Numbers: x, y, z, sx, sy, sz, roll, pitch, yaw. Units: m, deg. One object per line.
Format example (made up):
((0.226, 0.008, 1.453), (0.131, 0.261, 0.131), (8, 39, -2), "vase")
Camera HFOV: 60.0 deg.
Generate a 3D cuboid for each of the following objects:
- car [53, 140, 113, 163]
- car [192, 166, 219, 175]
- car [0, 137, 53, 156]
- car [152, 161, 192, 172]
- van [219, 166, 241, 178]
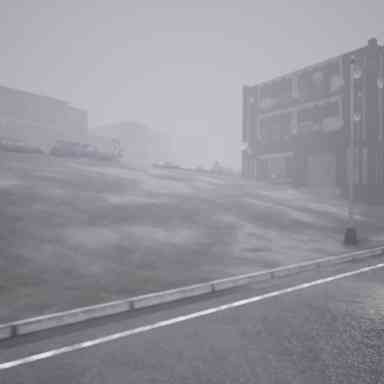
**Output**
((-9.924, -3.360, 30.025), (2.435, 2.045, 5.566), (0, -1, 44), "car")
((0.972, -2.547, 42.509), (2.002, 1.452, 4.674), (0, -2, 40), "car")
((-13.798, -3.366, 25.965), (2.185, 1.767, 4.553), (0, -1, 45), "car")
((-2.590, -2.743, 38.268), (2.002, 1.452, 4.674), (0, -2, 41), "car")
((4.559, -2.590, 46.910), (1.878, 1.987, 4.442), (0, -2, 39), "van")
